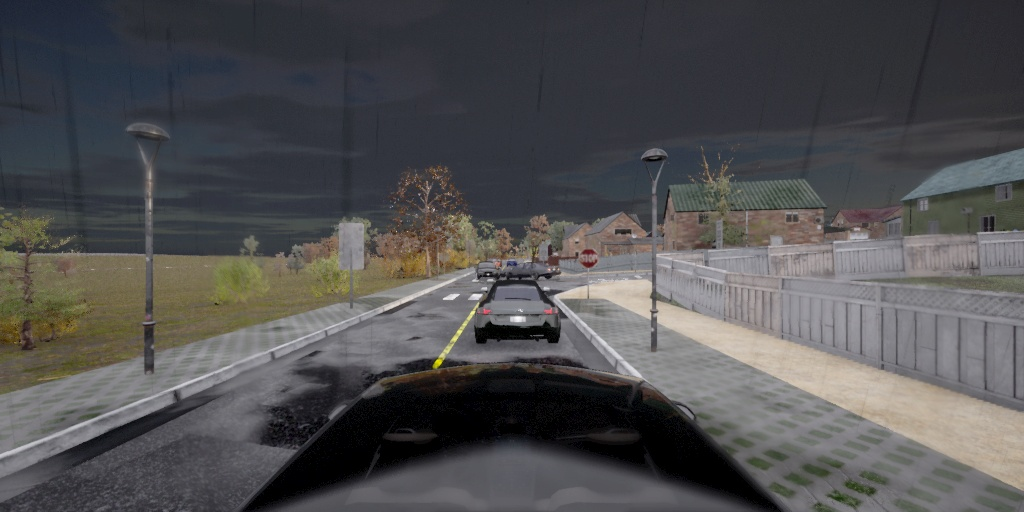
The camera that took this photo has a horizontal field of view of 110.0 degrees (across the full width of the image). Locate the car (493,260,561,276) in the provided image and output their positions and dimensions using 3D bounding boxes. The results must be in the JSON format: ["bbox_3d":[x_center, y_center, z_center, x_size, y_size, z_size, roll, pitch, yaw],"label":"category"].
[{"bbox_3d":[1.329,1.197,28.644,5.357,1.411,2.033,-4,-3,43],"label":"car"}]

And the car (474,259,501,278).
[{"bbox_3d":[-2.259,1.257,31.555,1.837,1.490,4.892,0,0,-8],"label":"car"}]

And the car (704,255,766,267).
[{"bbox_3d":[14.381,0.413,23.024,4.181,1.385,1.994,-3,0,16],"label":"car"}]

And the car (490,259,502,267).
[{"bbox_3d":[-2.828,1.260,65.429,1.882,1.535,5.008,0,0,0],"label":"car"}]

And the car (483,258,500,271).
[{"bbox_3d":[-2.859,1.120,51.818,2.097,1.767,4.553,0,0,1],"label":"car"}]

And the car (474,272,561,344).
[{"bbox_3d":[0.100,1.313,9.630,1.994,1.385,4.181,0,0,-1],"label":"car"}]
